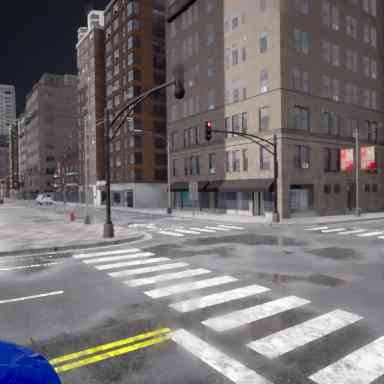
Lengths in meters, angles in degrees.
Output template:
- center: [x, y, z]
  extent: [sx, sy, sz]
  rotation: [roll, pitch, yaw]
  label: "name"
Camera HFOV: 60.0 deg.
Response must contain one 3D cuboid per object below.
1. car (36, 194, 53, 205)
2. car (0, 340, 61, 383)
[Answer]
- center: [-28.386, 1.419, 63.807]
  extent: [2.150, 2.045, 5.566]
  rotation: [-1, 0, -35]
  label: "car"
- center: [-3.098, 1.478, 1.238]
  extent: [5.008, 1.535, 1.882]
  rotation: [0, 0, -35]
  label: "car"
